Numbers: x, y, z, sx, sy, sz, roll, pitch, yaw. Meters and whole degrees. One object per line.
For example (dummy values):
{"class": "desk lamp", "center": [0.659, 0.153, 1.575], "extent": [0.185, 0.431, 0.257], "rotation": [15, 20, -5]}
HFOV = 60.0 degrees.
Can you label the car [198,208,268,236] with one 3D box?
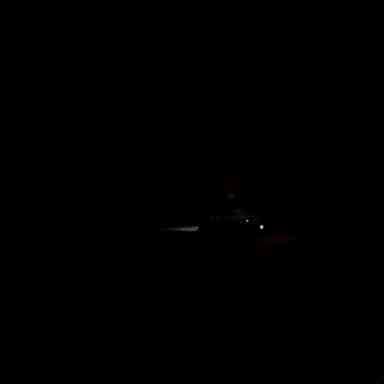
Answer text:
{"class": "car", "center": [2.285, 1.658, 19.472], "extent": [1.812, 1.442, 4.674], "rotation": [0, -1, -37]}
